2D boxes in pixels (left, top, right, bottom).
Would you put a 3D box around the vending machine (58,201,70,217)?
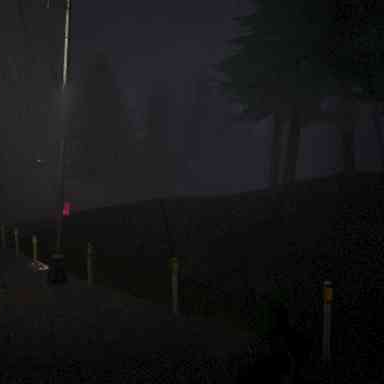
[{"bbox_3d":[-17.874,2.356,46.506,1.100,2.100,0.880,8,2,2],"label":"vending machine"}]
